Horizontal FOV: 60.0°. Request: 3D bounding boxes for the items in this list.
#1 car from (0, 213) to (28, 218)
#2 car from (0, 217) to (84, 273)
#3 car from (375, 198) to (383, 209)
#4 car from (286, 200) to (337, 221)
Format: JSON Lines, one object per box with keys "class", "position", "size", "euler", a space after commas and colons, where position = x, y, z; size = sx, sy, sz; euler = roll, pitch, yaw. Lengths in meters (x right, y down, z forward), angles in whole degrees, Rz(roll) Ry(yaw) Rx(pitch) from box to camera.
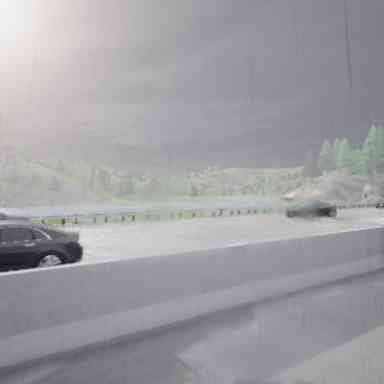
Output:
{"class": "car", "position": [-11.337, 1.674, 17.323], "size": [5.357, 1.411, 2.033], "euler": [0, 0, -34]}
{"class": "car", "position": [-5.381, 1.569, 8.674], "size": [4.892, 1.490, 1.837], "euler": [0, 0, -34]}
{"class": "car", "position": [24.862, 1.398, 41.658], "size": [4.892, 1.490, 1.837], "euler": [-1, 0, -34]}
{"class": "car", "position": [9.862, 1.460, 27.366], "size": [5.008, 1.535, 1.882], "euler": [0, 0, -34]}
